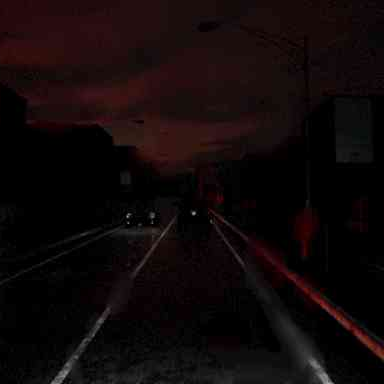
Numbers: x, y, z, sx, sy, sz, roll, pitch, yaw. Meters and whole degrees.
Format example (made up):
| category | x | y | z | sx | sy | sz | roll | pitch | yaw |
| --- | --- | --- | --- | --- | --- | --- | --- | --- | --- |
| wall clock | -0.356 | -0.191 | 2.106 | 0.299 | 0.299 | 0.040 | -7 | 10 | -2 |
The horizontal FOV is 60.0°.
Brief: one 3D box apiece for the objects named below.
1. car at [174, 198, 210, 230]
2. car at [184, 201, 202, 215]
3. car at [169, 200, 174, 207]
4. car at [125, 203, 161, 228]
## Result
| category | x | y | z | sx | sy | sz | roll | pitch | yaw |
| --- | --- | --- | --- | --- | --- | --- | --- | --- | --- |
| car | 0.114 | 1.464 | 23.374 | 2.150 | 2.045 | 5.566 | 0 | -1 | 0 |
| car | 0.131 | 1.959 | 41.339 | 2.128 | 1.511 | 4.902 | 0 | -1 | 0 |
| car | -3.461 | 2.373 | 66.658 | 1.994 | 1.385 | 4.181 | 0 | -1 | 0 |
| car | -3.463 | 1.606 | 24.283 | 2.097 | 1.767 | 4.553 | 0 | -1 | 0 |
